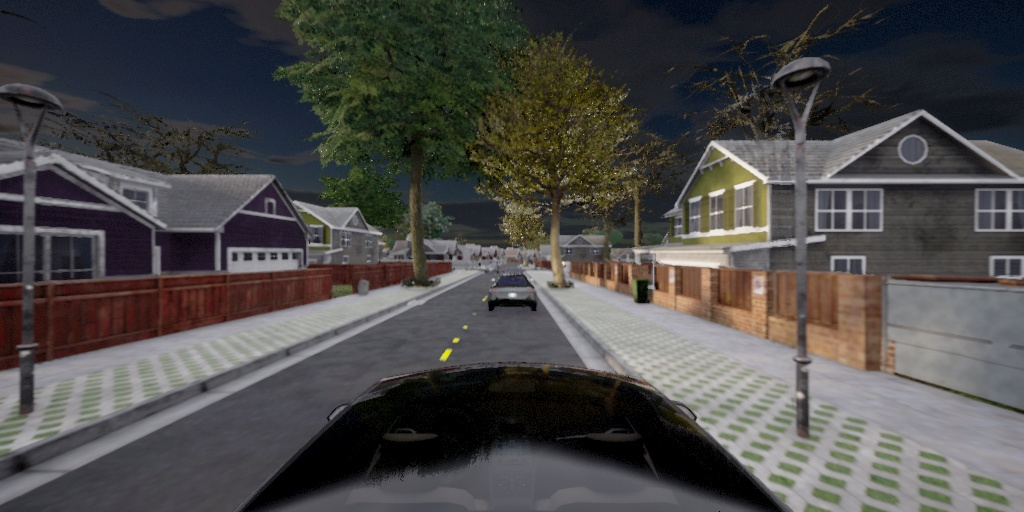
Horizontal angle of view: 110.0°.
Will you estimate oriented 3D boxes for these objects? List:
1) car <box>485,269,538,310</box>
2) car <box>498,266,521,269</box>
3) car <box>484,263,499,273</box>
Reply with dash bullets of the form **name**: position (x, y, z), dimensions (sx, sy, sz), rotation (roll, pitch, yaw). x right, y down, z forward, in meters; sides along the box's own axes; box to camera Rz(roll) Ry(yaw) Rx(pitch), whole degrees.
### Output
- **car**: position (0.030, 1.441, 15.377), dimensions (1.994, 1.385, 4.181), rotation (0, 0, 0)
- **car**: position (0.037, 1.606, 30.087), dimensions (1.895, 1.301, 4.718), rotation (0, 0, 0)
- **car**: position (-2.731, 1.653, 49.403), dimensions (2.128, 1.511, 4.902), rotation (0, -1, 1)
